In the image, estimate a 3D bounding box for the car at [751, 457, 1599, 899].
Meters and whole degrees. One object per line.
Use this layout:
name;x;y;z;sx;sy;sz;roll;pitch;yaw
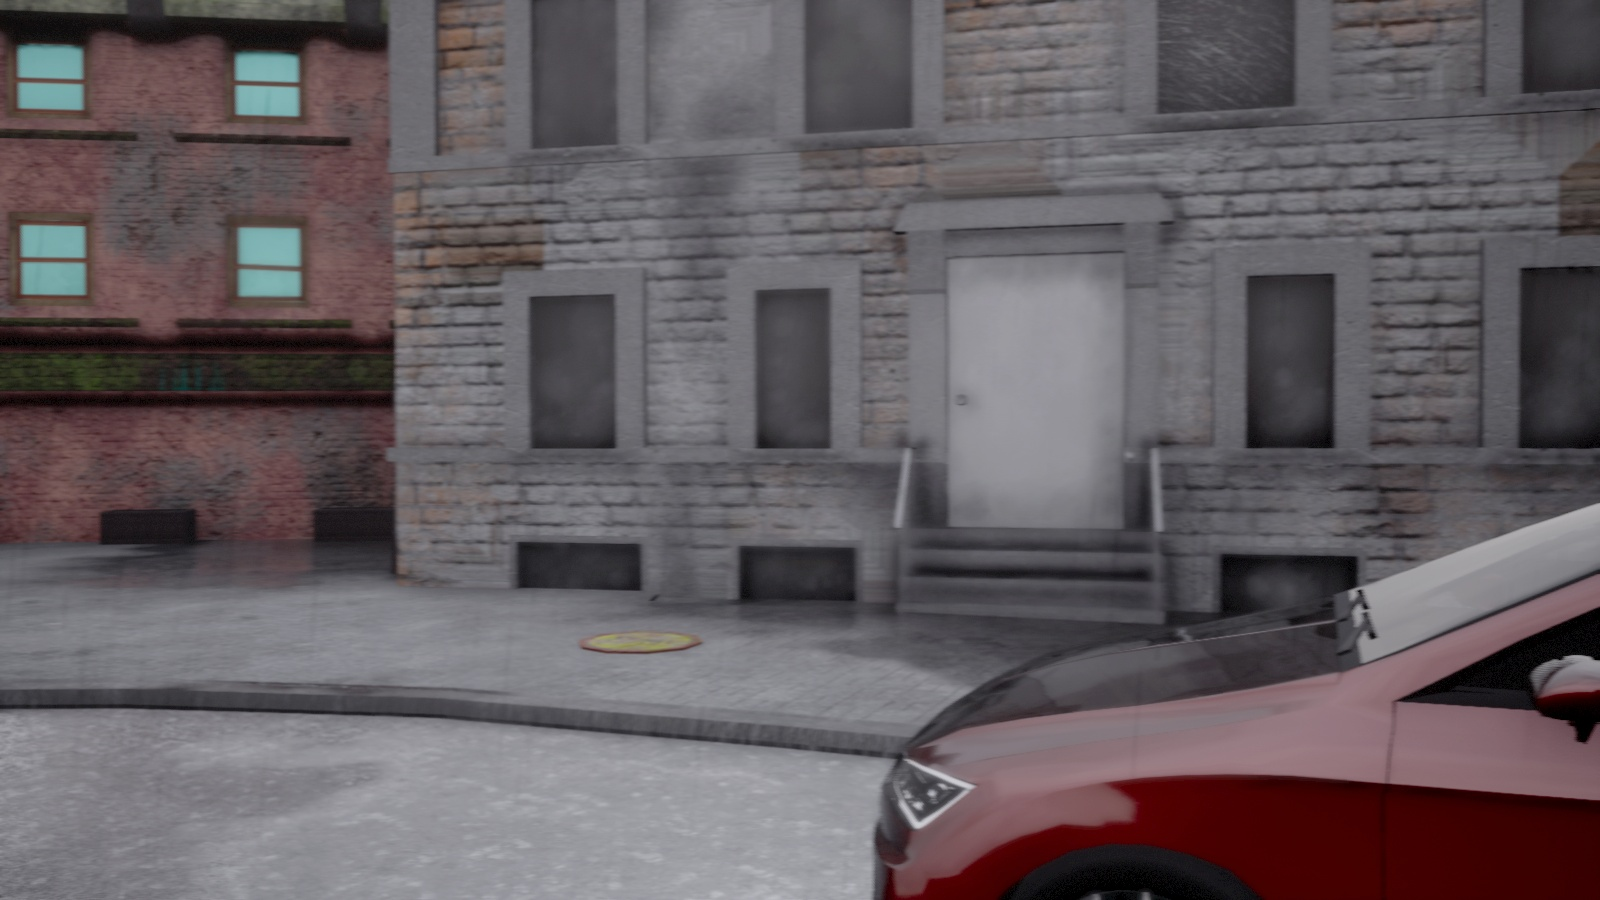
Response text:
car;2.172;0.797;2.967;4.193;1.474;1.816;1;1;22
